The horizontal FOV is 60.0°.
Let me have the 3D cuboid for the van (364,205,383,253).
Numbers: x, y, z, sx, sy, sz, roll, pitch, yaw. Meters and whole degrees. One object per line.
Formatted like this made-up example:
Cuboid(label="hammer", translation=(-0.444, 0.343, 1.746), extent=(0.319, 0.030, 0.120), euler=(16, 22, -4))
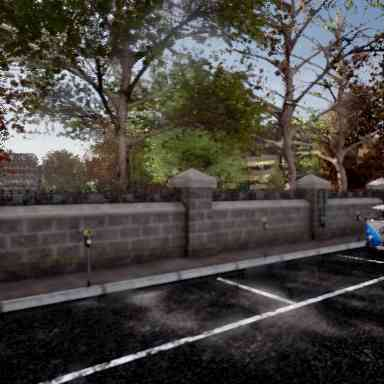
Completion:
Cuboid(label="van", translation=(8.005, 1.337, 12.271), extent=(3.998, 1.788, 1.690), euler=(0, 0, -35))
